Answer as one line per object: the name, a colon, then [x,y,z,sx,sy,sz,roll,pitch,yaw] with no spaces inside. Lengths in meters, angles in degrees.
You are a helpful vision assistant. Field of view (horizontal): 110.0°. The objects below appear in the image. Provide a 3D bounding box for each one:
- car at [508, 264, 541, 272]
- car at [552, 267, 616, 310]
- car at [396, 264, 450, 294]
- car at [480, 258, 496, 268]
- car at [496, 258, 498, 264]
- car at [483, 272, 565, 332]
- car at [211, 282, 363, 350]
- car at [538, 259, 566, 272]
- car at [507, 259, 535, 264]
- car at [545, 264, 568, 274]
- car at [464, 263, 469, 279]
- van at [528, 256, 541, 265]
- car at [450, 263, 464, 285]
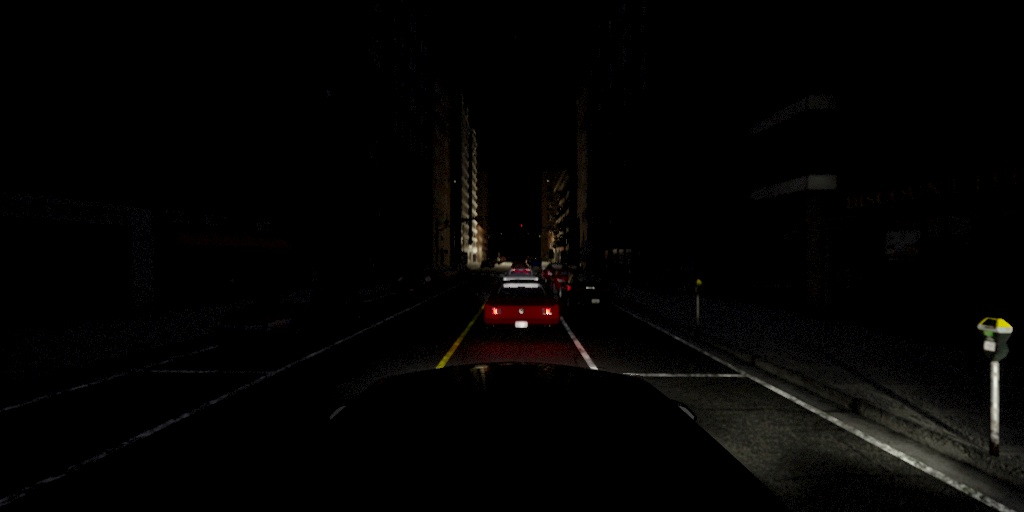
car: [0.513,1.343,20.896,1.895,1.301,4.718,0,0,1]
car: [2.902,1.295,14.386,2.007,1.370,4.403,0,0,1]
car: [-4.993,1.183,20.082,1.967,1.591,4.097,0,0,1]
car: [-4.111,1.276,58.189,2.007,1.370,4.403,0,0,1]
car: [-3.979,1.268,63.869,1.888,1.381,4.507,0,0,1]
car: [0.282,1.347,10.775,1.895,1.301,4.718,0,0,1]
car: [-5.249,1.329,9.047,1.802,1.307,4.207,0,0,1]
car: [3.158,1.180,25.421,1.967,1.591,4.097,0,0,1]
car: [0.642,1.264,30.985,1.812,1.442,4.674,0,0,-1]
car: [3.030,1.325,19.903,1.802,1.307,4.207,0,0,1]
car: [-4.738,1.289,31.115,2.007,1.370,4.403,0,0,1]
van: [3.912,1.066,58.012,1.690,1.789,3.998,0,0,1]
car: [-4.869,1.266,25.428,1.751,1.417,4.829,0,0,1]
